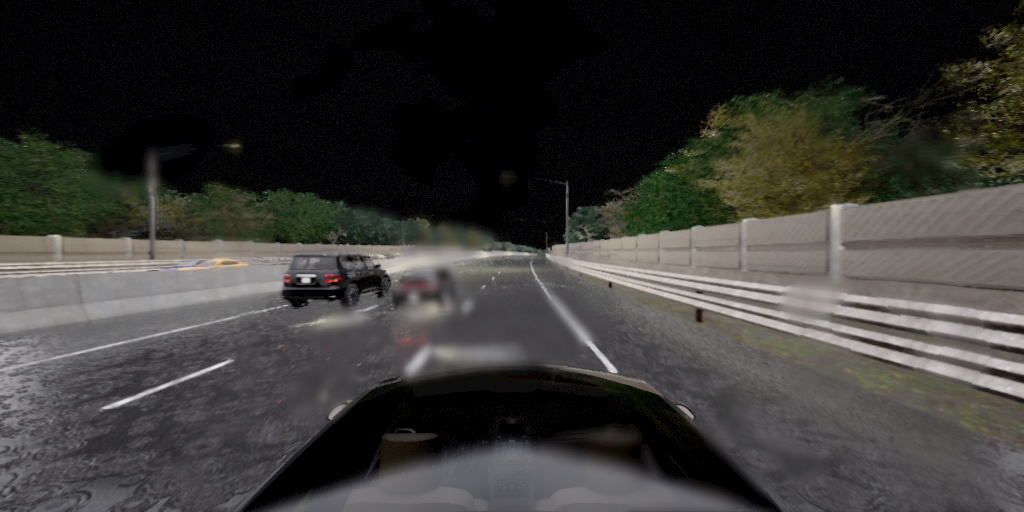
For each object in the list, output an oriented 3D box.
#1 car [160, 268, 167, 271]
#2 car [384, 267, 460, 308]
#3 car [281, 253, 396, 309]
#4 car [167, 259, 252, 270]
[{"bbox_3d":[-24.313,1.040,27.495,1.812,1.442,4.674,0,1,2],"label":"car"},{"bbox_3d":[-3.331,1.172,14.694,1.837,1.490,4.892,0,0,1],"label":"car"},{"bbox_3d":[-6.834,0.883,14.625,2.150,2.045,5.566,0,0,1],"label":"car"},{"bbox_3d":[-20.869,1.020,25.357,1.882,1.535,5.008,0,1,1],"label":"car"}]
